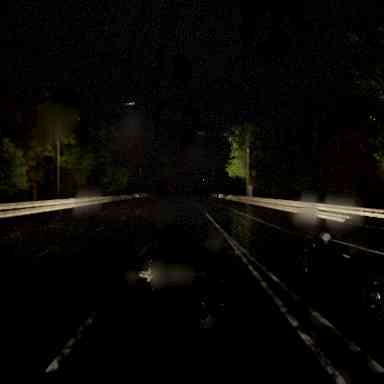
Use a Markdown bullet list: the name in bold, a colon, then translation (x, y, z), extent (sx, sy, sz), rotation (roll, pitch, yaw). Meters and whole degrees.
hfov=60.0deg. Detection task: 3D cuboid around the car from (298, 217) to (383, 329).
- **car**: translation (3.972, 1.311, 7.079), extent (2.097, 1.767, 4.553), rotation (0, 0, -3)
